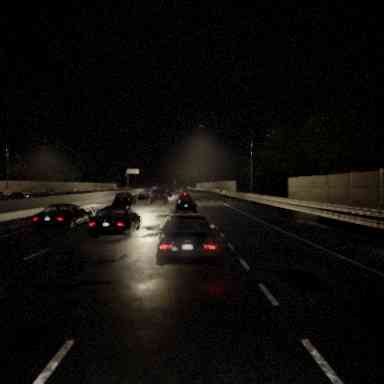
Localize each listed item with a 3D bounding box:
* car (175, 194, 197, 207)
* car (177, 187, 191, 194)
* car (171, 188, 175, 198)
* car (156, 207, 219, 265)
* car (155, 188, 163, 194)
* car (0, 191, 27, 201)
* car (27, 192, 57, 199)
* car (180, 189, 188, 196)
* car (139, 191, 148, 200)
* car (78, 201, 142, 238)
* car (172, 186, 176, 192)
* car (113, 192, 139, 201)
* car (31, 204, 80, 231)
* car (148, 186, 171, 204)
[{"bbox_3d":[-0.583,1.168,32.148,1.994,1.385,4.181,0,1,-1],"label":"car"},{"bbox_3d":[-1.280,0.370,60.056,2.097,1.767,4.553,0,1,-2],"label":"car"},{"bbox_3d":[-4.987,0.419,67.229,1.994,1.385,4.181,0,1,-2],"label":"car"},{"bbox_3d":[-0.164,1.487,11.347,2.033,1.411,5.357,0,1,-1],"label":"car"},{"bbox_3d":[-9.360,-0.216,94.397,2.128,1.511,4.902,0,1,-2],"label":"car"},{"bbox_3d":[-21.876,0.832,41.726,1.837,1.490,4.892,0,1,-1],"label":"car"},{"bbox_3d":[-18.380,0.842,41.831,1.837,1.490,4.892,0,1,-1],"label":"car"},{"bbox_3d":[-1.932,0.037,81.734,1.882,1.535,5.008,0,1,-2],"label":"car"},{"bbox_3d":[-8.192,0.610,56.764,2.033,1.411,5.357,0,1,-2],"label":"car"},{"bbox_3d":[-3.768,1.413,16.872,2.033,1.411,5.357,0,1,-1],"label":"car"},{"bbox_3d":[-5.860,-0.229,94.438,1.837,1.490,4.892,0,1,-2],"label":"car"},{"bbox_3d":[-7.725,0.801,38.337,2.097,1.767,4.553,0,1,-1],"label":"car"},{"bbox_3d":[-7.312,1.370,19.199,2.033,1.411,5.357,0,1,-1],"label":"car"},{"bbox_3d":[-4.401,0.528,45.710,2.150,2.045,5.566,0,1,-1],"label":"car"}]
